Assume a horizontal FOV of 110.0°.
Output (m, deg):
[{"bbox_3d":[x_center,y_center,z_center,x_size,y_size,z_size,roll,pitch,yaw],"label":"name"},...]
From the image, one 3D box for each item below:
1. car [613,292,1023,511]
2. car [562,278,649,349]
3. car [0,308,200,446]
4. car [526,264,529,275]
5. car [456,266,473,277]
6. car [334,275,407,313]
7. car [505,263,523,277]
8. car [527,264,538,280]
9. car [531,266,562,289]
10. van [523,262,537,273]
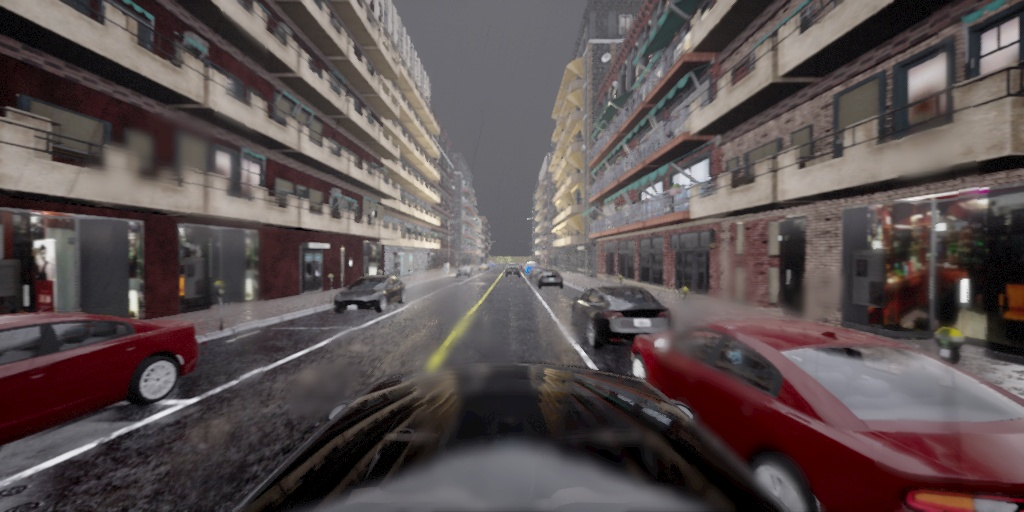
[{"bbox_3d":[2.656,1.322,3.702,1.888,1.381,4.507,0,0,0],"label":"car"},{"bbox_3d":[2.660,1.417,9.366,1.948,1.339,4.313,0,0,0],"label":"car"},{"bbox_3d":[-5.692,1.320,3.641,1.888,1.381,4.507,0,0,0],"label":"car"},{"bbox_3d":[2.682,1.801,37.687,1.802,1.307,4.207,0,0,0],"label":"car"},{"bbox_3d":[-5.700,1.840,43.293,2.007,1.370,4.403,0,0,0],"label":"car"},{"bbox_3d":[-5.695,1.490,14.971,1.948,1.339,4.313,0,0,0],"label":"car"},{"bbox_3d":[0.090,1.816,44.973,1.837,1.490,4.892,0,-1,0],"label":"car"},{"bbox_3d":[2.683,1.697,32.023,2.007,1.370,4.403,0,0,0],"label":"car"},{"bbox_3d":[2.686,1.639,26.358,1.948,1.339,4.313,0,0,0],"label":"car"},{"bbox_3d":[2.680,1.702,49.015,1.690,1.789,3.998,0,0,0],"label":"van"}]
